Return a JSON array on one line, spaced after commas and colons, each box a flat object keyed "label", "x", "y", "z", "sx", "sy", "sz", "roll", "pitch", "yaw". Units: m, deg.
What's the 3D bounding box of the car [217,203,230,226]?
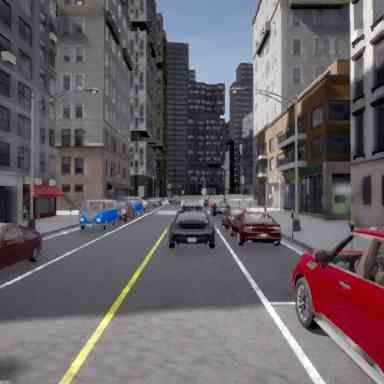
[{"label": "car", "x": 2.772, "y": 1.583, "z": 20.709, "sx": 1.802, "sy": 1.307, "sz": 4.206, "roll": 1, "pitch": 0, "yaw": 0}]

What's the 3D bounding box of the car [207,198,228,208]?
[{"label": "car", "x": 2.772, "y": 1.565, "z": 31.927, "sx": 1.947, "sy": 1.339, "sz": 4.313, "roll": 1, "pitch": 0, "yaw": 0}]

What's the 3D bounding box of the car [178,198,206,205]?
[{"label": "car", "x": 0.000, "y": 1.485, "z": 29.652, "sx": 1.882, "sy": 1.535, "sz": 5.008, "roll": 0, "pitch": 0, "yaw": 0}]

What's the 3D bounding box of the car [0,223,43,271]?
[{"label": "car", "x": -5.754, "y": 1.582, "z": 9.490, "sx": 1.802, "sy": 1.307, "sz": 4.206, "roll": 1, "pitch": 0, "yaw": 0}]

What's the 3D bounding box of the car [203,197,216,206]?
[{"label": "car", "x": 2.772, "y": 1.535, "z": 54.365, "sx": 1.887, "sy": 1.381, "sz": 4.507, "roll": 1, "pitch": 0, "yaw": 0}]

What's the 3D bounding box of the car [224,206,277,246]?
[{"label": "car", "x": 2.772, "y": 1.545, "z": 15.099, "sx": 1.887, "sy": 1.381, "sz": 4.507, "roll": 1, "pitch": 0, "yaw": 0}]

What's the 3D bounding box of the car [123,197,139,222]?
[{"label": "car", "x": -5.752, "y": 1.440, "z": 26.319, "sx": 1.967, "sy": 1.590, "sz": 4.097, "roll": 1, "pitch": 0, "yaw": 0}]

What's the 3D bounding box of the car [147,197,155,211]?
[{"label": "car", "x": -5.753, "y": 1.548, "z": 37.538, "sx": 2.008, "sy": 1.369, "sz": 4.403, "roll": 1, "pitch": 0, "yaw": 0}]

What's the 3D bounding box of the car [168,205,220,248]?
[{"label": "car", "x": 0.000, "y": 1.518, "z": 14.651, "sx": 1.837, "sy": 1.490, "sz": 4.892, "roll": 0, "pitch": 0, "yaw": 0}]

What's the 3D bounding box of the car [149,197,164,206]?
[{"label": "car", "x": -5.753, "y": 1.534, "z": 54.365, "sx": 1.887, "sy": 1.381, "sz": 4.507, "roll": 1, "pitch": 0, "yaw": 0}]

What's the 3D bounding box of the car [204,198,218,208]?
[{"label": "car", "x": 2.772, "y": 1.575, "z": 48.755, "sx": 1.802, "sy": 1.307, "sz": 4.206, "roll": 1, "pitch": 0, "yaw": 0}]

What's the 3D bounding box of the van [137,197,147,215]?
[{"label": "van", "x": -5.750, "y": 1.340, "z": 31.928, "sx": 1.690, "sy": 1.788, "sz": 3.998, "roll": 1, "pitch": 0, "yaw": 0}]

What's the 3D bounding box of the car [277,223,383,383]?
[{"label": "car", "x": 2.775, "y": 1.314, "z": 3.881, "sx": 2.192, "sy": 1.841, "sz": 5.009, "roll": 1, "pitch": 0, "yaw": 0}]

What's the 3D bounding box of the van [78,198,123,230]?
[{"label": "van", "x": -5.751, "y": 1.342, "z": 20.710, "sx": 1.690, "sy": 1.788, "sz": 3.998, "roll": 1, "pitch": 0, "yaw": 0}]

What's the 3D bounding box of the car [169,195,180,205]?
[{"label": "car", "x": -3.001, "y": 1.376, "z": 59.345, "sx": 2.097, "sy": 1.767, "sz": 4.553, "roll": 0, "pitch": 1, "yaw": 0}]

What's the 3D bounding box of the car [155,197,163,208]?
[{"label": "car", "x": -5.753, "y": 1.543, "z": 48.756, "sx": 2.008, "sy": 1.369, "sz": 4.403, "roll": 1, "pitch": 0, "yaw": 0}]

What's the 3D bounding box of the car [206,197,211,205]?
[{"label": "car", "x": 2.772, "y": 1.542, "z": 37.537, "sx": 1.887, "sy": 1.381, "sz": 4.507, "roll": 1, "pitch": 0, "yaw": 0}]
